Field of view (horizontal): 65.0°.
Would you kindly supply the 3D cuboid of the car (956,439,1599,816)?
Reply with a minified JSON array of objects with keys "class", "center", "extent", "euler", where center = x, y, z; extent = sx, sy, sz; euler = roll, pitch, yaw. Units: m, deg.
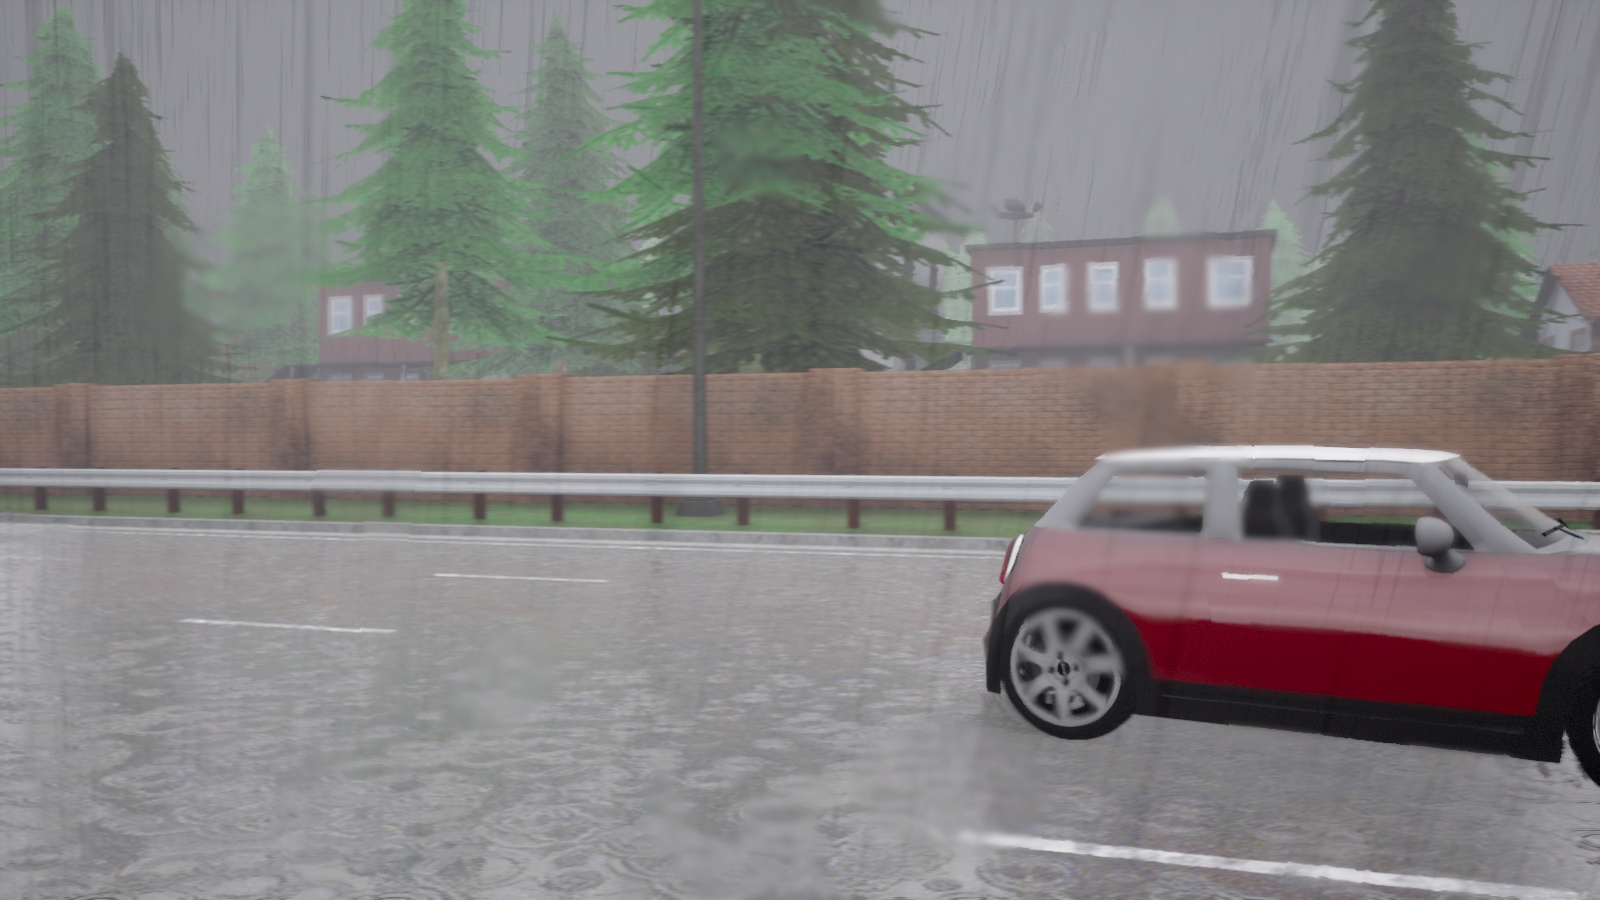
[{"class":"car","center":[2.941,0.702,6.307],"extent":[3.806,1.475,1.970],"euler":[1,1,31]}]
